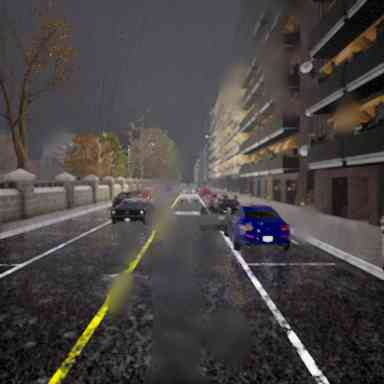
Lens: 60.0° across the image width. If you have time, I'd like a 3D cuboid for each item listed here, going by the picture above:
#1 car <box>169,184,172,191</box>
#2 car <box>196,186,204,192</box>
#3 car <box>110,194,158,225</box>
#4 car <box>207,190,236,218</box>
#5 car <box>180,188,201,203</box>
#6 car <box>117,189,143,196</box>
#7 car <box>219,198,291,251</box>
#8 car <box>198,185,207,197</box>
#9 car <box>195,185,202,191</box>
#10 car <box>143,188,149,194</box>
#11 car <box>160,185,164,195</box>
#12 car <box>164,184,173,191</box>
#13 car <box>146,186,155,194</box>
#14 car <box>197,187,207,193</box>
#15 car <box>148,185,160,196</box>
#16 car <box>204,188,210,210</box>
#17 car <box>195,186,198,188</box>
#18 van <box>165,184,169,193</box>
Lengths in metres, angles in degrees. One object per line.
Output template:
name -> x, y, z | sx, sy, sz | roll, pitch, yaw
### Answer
car -> -6.440, -0.766, 80.850 | 1.947, 1.339, 4.313 | 0, 2, -1
car -> 1.940, -0.774, 80.928 | 1.947, 1.339, 4.313 | 0, 2, -1
car -> -3.277, 1.037, 18.987 | 1.895, 1.301, 4.718 | 0, 2, -1
car -> 2.463, 0.815, 24.650 | 2.008, 1.369, 4.403 | 0, 2, -1
car -> -0.292, 0.496, 37.206 | 1.895, 1.301, 4.718 | 0, 2, 0
car -> -5.969, 0.672, 30.202 | 1.947, 1.339, 4.313 | 0, 2, -1
car -> 2.239, 1.158, 12.210 | 1.812, 1.442, 4.674 | 0, 2, -1
car -> 2.201, 0.032, 52.787 | 1.802, 1.307, 4.206 | 0, 2, -1
car -> 1.836, -1.212, 92.179 | 1.967, 1.590, 4.097 | 0, 2, -1
car -> -6.022, 0.522, 35.830 | 1.802, 1.307, 4.206 | 0, 2, -1
car -> -6.179, -0.227, 52.702 | 2.192, 1.841, 5.009 | 0, 2, -1
car -> -6.544, -1.329, 92.098 | 2.192, 1.841, 5.009 | 0, 2, -1
car -> -6.074, 0.321, 41.455 | 1.887, 1.381, 4.507 | 0, 2, -1
car -> 2.045, -0.443, 69.672 | 1.802, 1.307, 4.206 | 0, 2, -1
car -> -6.126, 0.056, 47.077 | 1.967, 1.590, 4.097 | 0, 2, -1
car -> 2.411, 0.643, 30.278 | 1.887, 1.381, 4.507 | 0, 2, -1
car -> -0.462, 0.103, 50.985 | 1.895, 1.301, 4.718 | 0, 2, 0
van -> -6.336, -0.676, 69.587 | 1.690, 1.788, 3.998 | 0, 2, -1
